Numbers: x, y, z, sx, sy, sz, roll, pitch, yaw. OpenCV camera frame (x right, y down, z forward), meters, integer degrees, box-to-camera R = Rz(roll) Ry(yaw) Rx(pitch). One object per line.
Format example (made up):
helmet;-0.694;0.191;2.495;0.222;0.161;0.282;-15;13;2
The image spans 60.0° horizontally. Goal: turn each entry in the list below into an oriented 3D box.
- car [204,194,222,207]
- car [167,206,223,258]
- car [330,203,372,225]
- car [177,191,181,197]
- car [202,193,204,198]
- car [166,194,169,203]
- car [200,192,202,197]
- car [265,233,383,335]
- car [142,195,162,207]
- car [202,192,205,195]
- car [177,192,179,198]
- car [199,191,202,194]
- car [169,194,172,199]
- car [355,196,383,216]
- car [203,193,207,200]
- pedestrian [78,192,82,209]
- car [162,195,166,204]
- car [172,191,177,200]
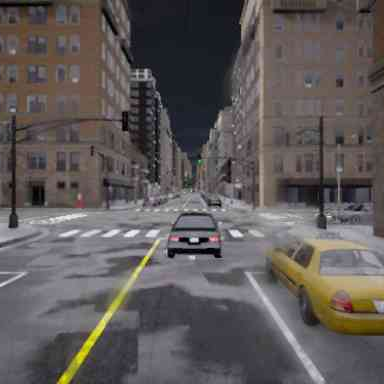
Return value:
car;2.994;1.302;44.262;1.947;1.339;4.313;1;0;1
car;0.164;1.473;12.487;2.033;1.411;5.357;0;0;2
car;12.057;1.509;22.561;4.718;1.301;1.895;0;0;2
car;-4.891;0.992;94.127;1.947;1.339;4.313;1;0;1
car;3.136;1.219;55.323;2.008;1.369;4.403;1;0;1
car;-5.389;1.219;55.425;2.008;1.369;4.403;1;0;1
car;3.349;1.131;71.913;1.947;1.339;4.313;1;0;1
car;2.677;1.485;6.769;1.752;1.417;4.829;1;0;0
car;-5.531;1.318;44.368;1.802;1.307;4.206;1;0;1
car;3.207;1.179;60.853;1.887;1.381;4.507;1;0;1
car;-5.034;1.062;83.069;1.947;1.339;4.313;1;0;1
car;3.491;1.047;82.973;2.008;1.369;4.403;1;0;1
car;-5.318;1.179;60.954;1.887;1.381;4.507;1;0;1
car;18.585;1.344;32.259;4.553;1.767;2.097;0;0;0
car;3.065;1.247;49.792;1.887;1.381;4.507;1;0;1
pedestrian;-12.355;0.932;36.633;0.375;1.860;0.375;0;-1;0
car;-5.460;1.268;49.897;1.947;1.339;4.313;1;0;1
car;-5.106;1.058;77.370;1.752;1.417;4.829;1;0;1
